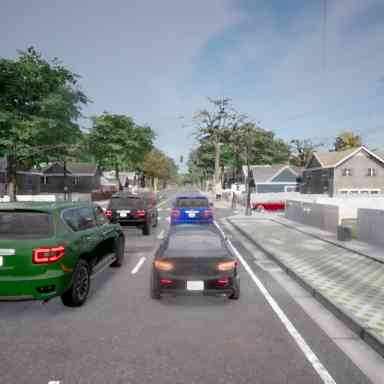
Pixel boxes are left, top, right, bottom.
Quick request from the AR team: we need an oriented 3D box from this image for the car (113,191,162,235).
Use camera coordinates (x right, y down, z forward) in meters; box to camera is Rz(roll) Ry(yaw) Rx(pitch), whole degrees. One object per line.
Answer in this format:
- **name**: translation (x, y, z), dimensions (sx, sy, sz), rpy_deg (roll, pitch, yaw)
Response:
- **car**: translation (-3.215, 1.158, 18.441), dimensions (2.150, 2.045, 5.566), rpy_deg (0, 0, 1)

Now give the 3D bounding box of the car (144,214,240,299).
- **car**: translation (0.071, 1.513, 8.281), dimensions (1.812, 1.442, 4.674), rpy_deg (0, 0, 0)

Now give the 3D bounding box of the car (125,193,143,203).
- **car**: translation (-9.799, 1.041, 56.640), dimensions (2.128, 1.511, 4.902), rpy_deg (0, 1, 0)

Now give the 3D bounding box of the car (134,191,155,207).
- **car**: translation (-6.568, 0.888, 46.907), dimensions (2.150, 2.045, 5.566), rpy_deg (0, 1, 0)

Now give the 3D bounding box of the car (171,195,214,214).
- **car**: translation (0.033, 1.159, 18.314), dimensions (2.150, 2.045, 5.566), rpy_deg (0, 0, 1)

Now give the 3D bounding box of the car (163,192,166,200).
- **car**: translation (-6.456, 0.810, 69.319), dimensions (2.128, 1.511, 4.902), rpy_deg (0, 1, 0)

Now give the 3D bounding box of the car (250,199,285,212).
- **car**: translation (8.392, 1.347, 34.326), dimensions (4.718, 1.301, 1.895), rpy_deg (0, 1, -2)

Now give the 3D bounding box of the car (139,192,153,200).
- **car**: translation (-9.704, 0.792, 70.671), dimensions (2.128, 1.511, 4.902), rpy_deg (0, 1, 0)

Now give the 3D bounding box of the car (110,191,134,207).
- **car**: translation (-9.818, 0.888, 46.962), dimensions (2.150, 2.045, 5.566), rpy_deg (0, 1, 0)

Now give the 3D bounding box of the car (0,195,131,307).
- **car**: translation (-3.183, 1.209, 8.089), dimensions (2.150, 2.045, 5.566), rpy_deg (0, 0, 1)
